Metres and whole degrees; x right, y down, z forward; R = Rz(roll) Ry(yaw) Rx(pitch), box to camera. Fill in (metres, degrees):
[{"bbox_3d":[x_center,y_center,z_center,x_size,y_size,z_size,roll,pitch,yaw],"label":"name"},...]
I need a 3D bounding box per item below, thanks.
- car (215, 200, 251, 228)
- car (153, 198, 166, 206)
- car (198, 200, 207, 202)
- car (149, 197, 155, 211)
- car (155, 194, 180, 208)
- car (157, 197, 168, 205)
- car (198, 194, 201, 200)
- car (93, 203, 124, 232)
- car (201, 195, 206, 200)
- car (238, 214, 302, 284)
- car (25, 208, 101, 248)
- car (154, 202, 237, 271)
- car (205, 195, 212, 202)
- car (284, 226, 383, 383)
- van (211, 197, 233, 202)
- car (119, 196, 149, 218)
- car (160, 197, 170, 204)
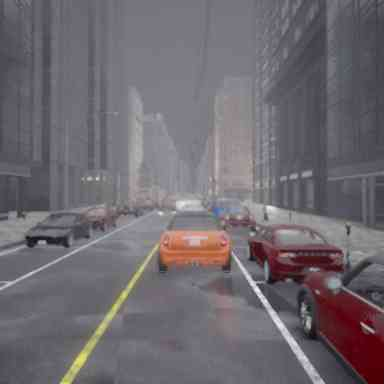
[{"bbox_3d":[2.690,1.513,20.780,1.967,1.590,4.097,1,0,0],"label":"car"},{"bbox_3d":[-5.813,1.748,59.993,1.752,1.417,4.829,1,0,0],"label":"car"},{"bbox_3d":[0.108,1.624,27.677,1.812,1.442,4.674,0,0,0],"label":"car"},{"bbox_3d":[-5.823,1.702,43.289,1.887,1.381,4.507,1,0,0],"label":"car"},{"bbox_3d":[-3.061,1.505,42.196,2.097,1.767,4.553,0,0,0],"label":"car"},{"bbox_3d":[-5.809,1.791,65.788,1.887,1.381,4.507,1,0,0],"label":"car"},{"bbox_3d":[2.715,1.539,60.150,2.192,1.841,5.009,1,0,0],"label":"car"},{"bbox_3d":[-5.837,1.618,20.792,1.887,1.381,4.507,1,0,0],"label":"car"},{"bbox_3d":[2.707,1.620,48.901,1.967,1.590,4.097,1,0,0],"label":"car"},{"bbox_3d":[2.682,1.578,9.531,1.887,1.381,4.507,1,0,0],"label":"car"},{"bbox_3d":[-5.840,1.619,15.167,1.947,1.339,4.313,1,0,0],"label":"car"},{"bbox_3d":[0.090,1.392,11.154,2.097,1.767,4.553,0,0,0],"label":"car"},{"bbox_3d":[2.698,1.430,32.029,2.192,1.841,5.009,1,0,0],"label":"car"},{"bbox_3d":[2.680,1.454,3.907,1.967,1.590,4.097,1,0,0],"label":"car"},{"bbox_3d":[2.695,1.435,26.404,1.690,1.788,3.998,1,0,0],"label":"van"},{"bbox_3d":[-5.828,1.430,32.041,2.192,1.841,5.009,1,0,0],"label":"car"},{"bbox_3d":[-5.806,1.793,71.243,1.752,1.417,4.829,1,0,0],"label":"car"}]
